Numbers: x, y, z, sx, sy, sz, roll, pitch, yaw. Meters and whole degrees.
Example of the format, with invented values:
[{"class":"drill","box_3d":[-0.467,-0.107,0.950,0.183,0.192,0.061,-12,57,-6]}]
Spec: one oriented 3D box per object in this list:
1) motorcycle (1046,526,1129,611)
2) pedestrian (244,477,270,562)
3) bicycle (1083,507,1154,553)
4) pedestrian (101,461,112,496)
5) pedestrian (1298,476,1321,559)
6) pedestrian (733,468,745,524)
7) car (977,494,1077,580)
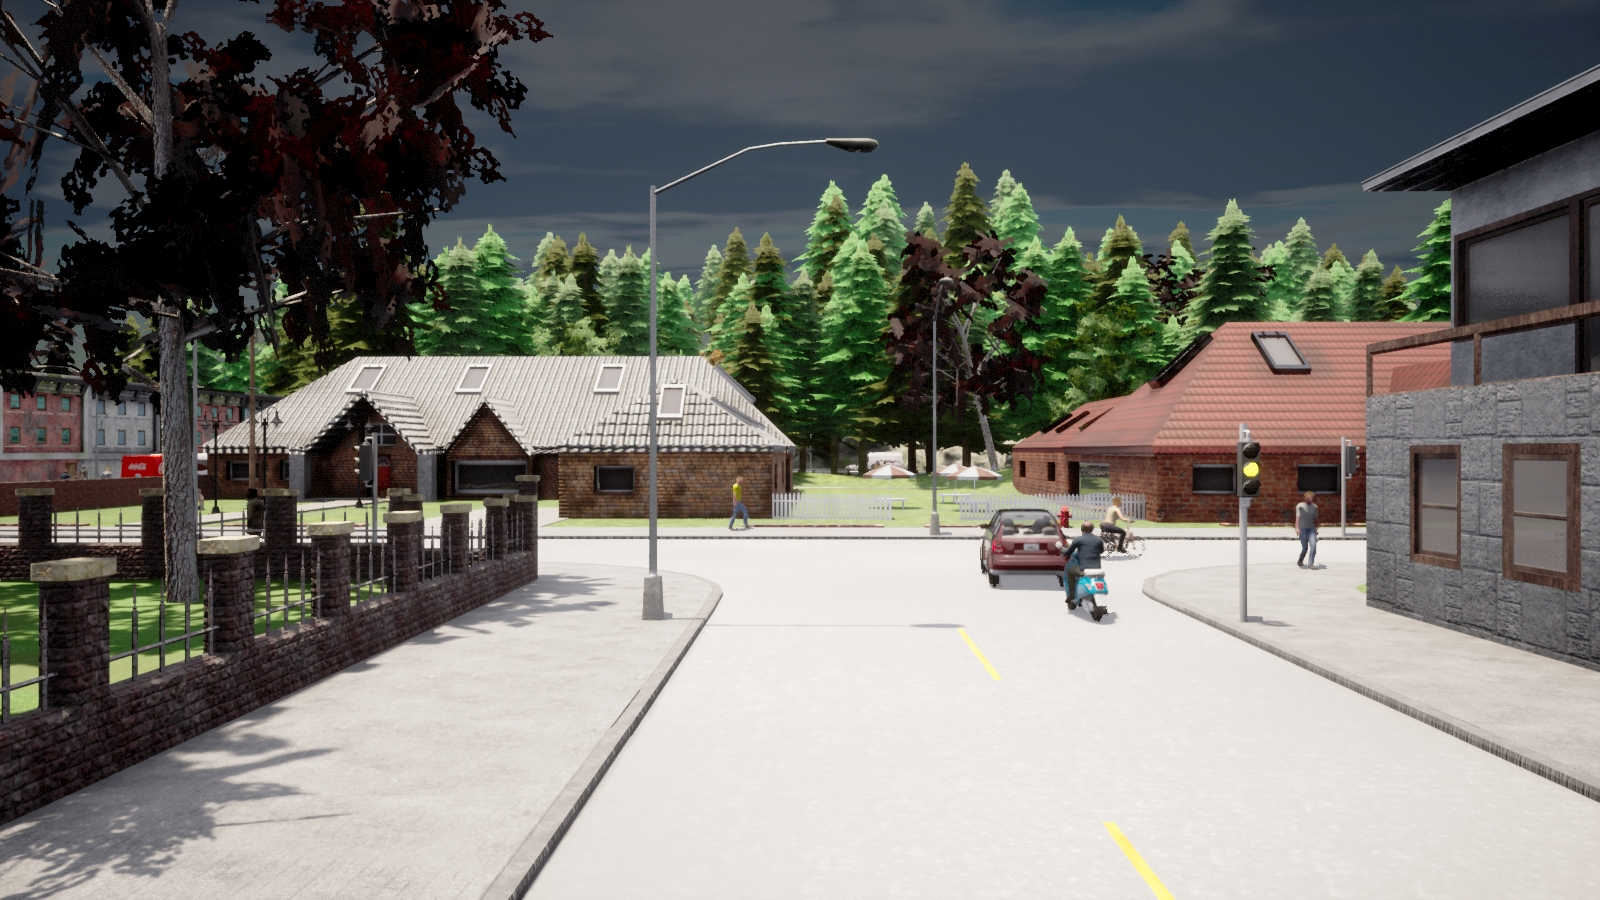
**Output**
[{"class":"motorcycle","box_3d":[4.813,1.962,19.256,0.856,1.236,1.805,0,0,-4]},{"class":"pedestrian","box_3d":[-12.018,1.523,25.303,0.375,1.860,0.375,0,0,4]},{"class":"bicycle","box_3d":[8.148,2.037,29.230,1.487,1.080,0.859,1,1,-19]},{"class":"pedestrian","box_3d":[-37.073,1.524,61.104,0.375,1.860,0.375,0,0,1]},{"class":"pedestrian","box_3d":[11.515,1.518,25.822,0.375,1.860,0.375,0,0,3]},{"class":"pedestrian","box_3d":[-2.030,1.524,37.974,0.375,1.860,0.375,0,0,2]},{"class":"car","box_3d":[4.838,1.811,24.762,1.789,1.549,3.705,0,1,6]}]
